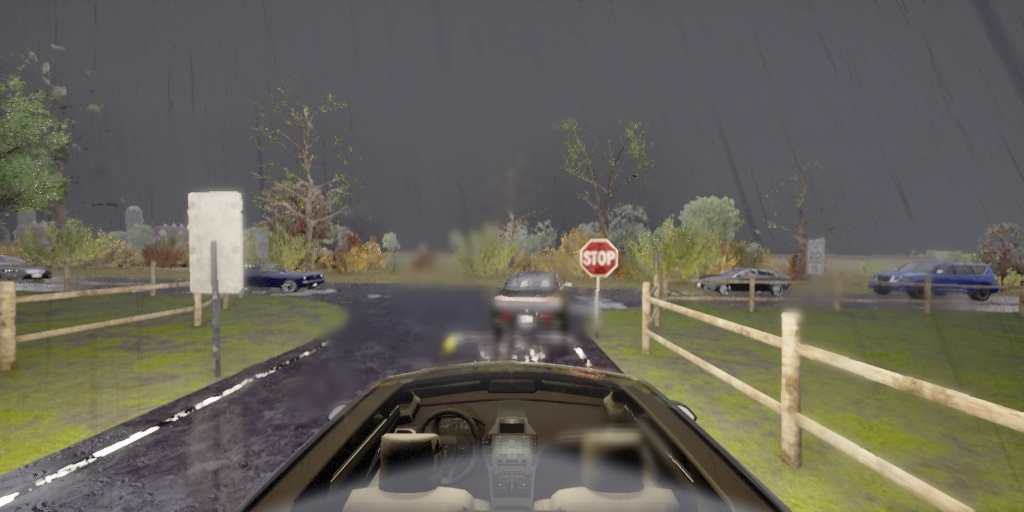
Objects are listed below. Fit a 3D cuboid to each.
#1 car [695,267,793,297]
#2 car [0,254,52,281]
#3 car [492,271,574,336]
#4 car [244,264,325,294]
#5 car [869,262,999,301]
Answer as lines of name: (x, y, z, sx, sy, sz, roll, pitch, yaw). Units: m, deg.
car: (13.019, 1.406, 20.271, 4.902, 1.511, 2.128, 1, 1, 0)
car: (-25.498, 0.633, 17.398, 4.902, 1.511, 2.128, 1, 1, 0)
car: (0.714, 1.184, 10.322, 2.128, 1.511, 4.902, 0, 0, 9)
car: (-11.760, 1.040, 17.375, 4.718, 1.301, 1.895, 1, 1, 0)
car: (23.711, 1.364, 20.248, 5.566, 2.045, 2.150, 1, 1, 0)
